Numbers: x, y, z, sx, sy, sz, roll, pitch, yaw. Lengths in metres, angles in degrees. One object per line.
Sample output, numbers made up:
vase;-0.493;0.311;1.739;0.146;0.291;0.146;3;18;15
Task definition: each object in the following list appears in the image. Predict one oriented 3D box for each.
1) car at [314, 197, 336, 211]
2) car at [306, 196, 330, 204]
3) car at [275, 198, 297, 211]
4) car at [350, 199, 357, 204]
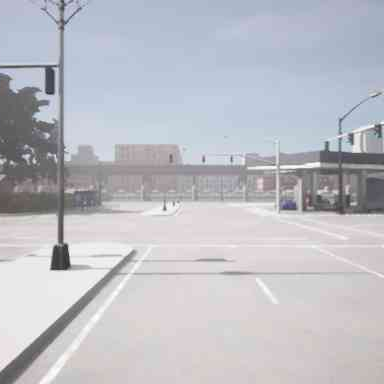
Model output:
car;18.942;1.908;47.631;1.970;1.475;3.806;0;-1;0
car;33.793;2.072;89.189;5.566;2.045;2.150;0;-1;2
car;13.197;1.742;46.869;2.242;1.667;4.611;0;-1;0
car;39.719;2.286;85.439;5.008;1.535;1.882;0;-1;10
